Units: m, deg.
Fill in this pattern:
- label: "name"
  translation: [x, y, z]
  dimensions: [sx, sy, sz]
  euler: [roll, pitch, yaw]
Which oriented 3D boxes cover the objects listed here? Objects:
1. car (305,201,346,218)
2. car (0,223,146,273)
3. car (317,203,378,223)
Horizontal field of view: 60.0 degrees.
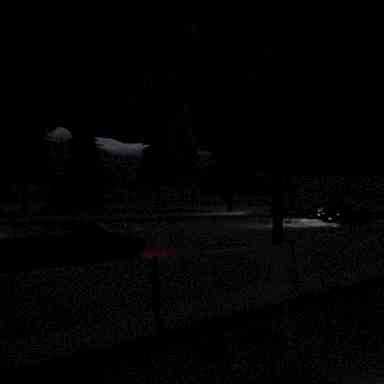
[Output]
- label: "car"
  translation: [12.825, 1.614, 31.192]
  dimensions: [4.553, 1.767, 2.097]
  euler: [1, 0, -25]
- label: "car"
  translation: [-3.843, 1.602, 9.719]
  dimensions: [4.718, 1.301, 1.895]
  euler: [1, 0, -34]
- label: "car"
  translation: [12.983, 1.848, 27.439]
  dimensions: [4.718, 1.301, 1.895]
  euler: [1, 0, -26]
